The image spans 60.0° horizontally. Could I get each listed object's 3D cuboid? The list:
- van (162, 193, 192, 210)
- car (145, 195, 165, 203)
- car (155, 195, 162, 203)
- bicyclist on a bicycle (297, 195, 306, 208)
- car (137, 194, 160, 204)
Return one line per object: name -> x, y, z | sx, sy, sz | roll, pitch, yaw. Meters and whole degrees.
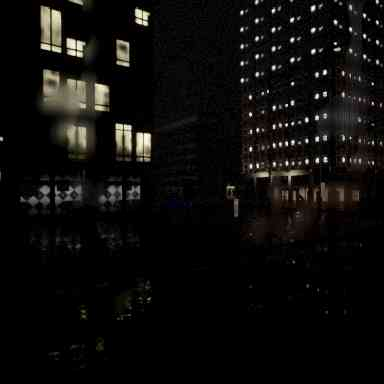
van -> -1.547, 1.212, 40.180 | 1.690, 1.788, 3.998 | 0, 0, -34
car -> -7.051, 1.241, 63.221 | 1.887, 1.381, 4.507 | 0, 0, -34
car -> -3.941, 1.038, 58.636 | 2.192, 1.841, 5.009 | 0, 0, -34
bicyclist on a bicycle -> 12.844, 1.121, 39.129 | 1.656, 1.620, 0.582 | -1, 1, -34
car -> -7.875, 1.207, 59.808 | 1.882, 1.535, 5.008 | -1, 1, -34
